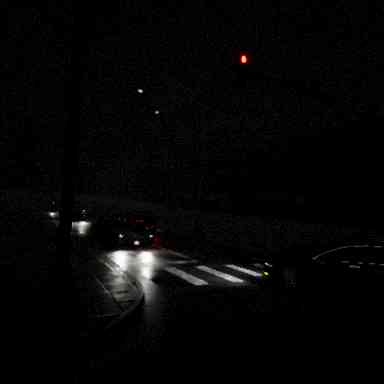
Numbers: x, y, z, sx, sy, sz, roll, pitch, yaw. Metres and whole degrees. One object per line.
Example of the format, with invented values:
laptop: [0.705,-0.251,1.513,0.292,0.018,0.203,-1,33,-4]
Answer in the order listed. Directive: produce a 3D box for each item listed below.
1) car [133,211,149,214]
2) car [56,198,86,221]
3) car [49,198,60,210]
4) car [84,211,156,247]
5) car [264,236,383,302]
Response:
car: [-4.044,2.118,23.777,1.837,1.490,4.892,4,-3,-26]
car: [-11.744,1.840,32.742,2.097,1.767,4.553,4,-2,-27]
car: [-19.193,1.631,47.591,2.097,1.767,4.553,4,-1,-27]
car: [-3.710,1.861,16.888,2.033,1.411,5.357,4,-3,-30]
car: [4.288,1.909,8.457,4.892,1.490,1.837,1,3,32]
